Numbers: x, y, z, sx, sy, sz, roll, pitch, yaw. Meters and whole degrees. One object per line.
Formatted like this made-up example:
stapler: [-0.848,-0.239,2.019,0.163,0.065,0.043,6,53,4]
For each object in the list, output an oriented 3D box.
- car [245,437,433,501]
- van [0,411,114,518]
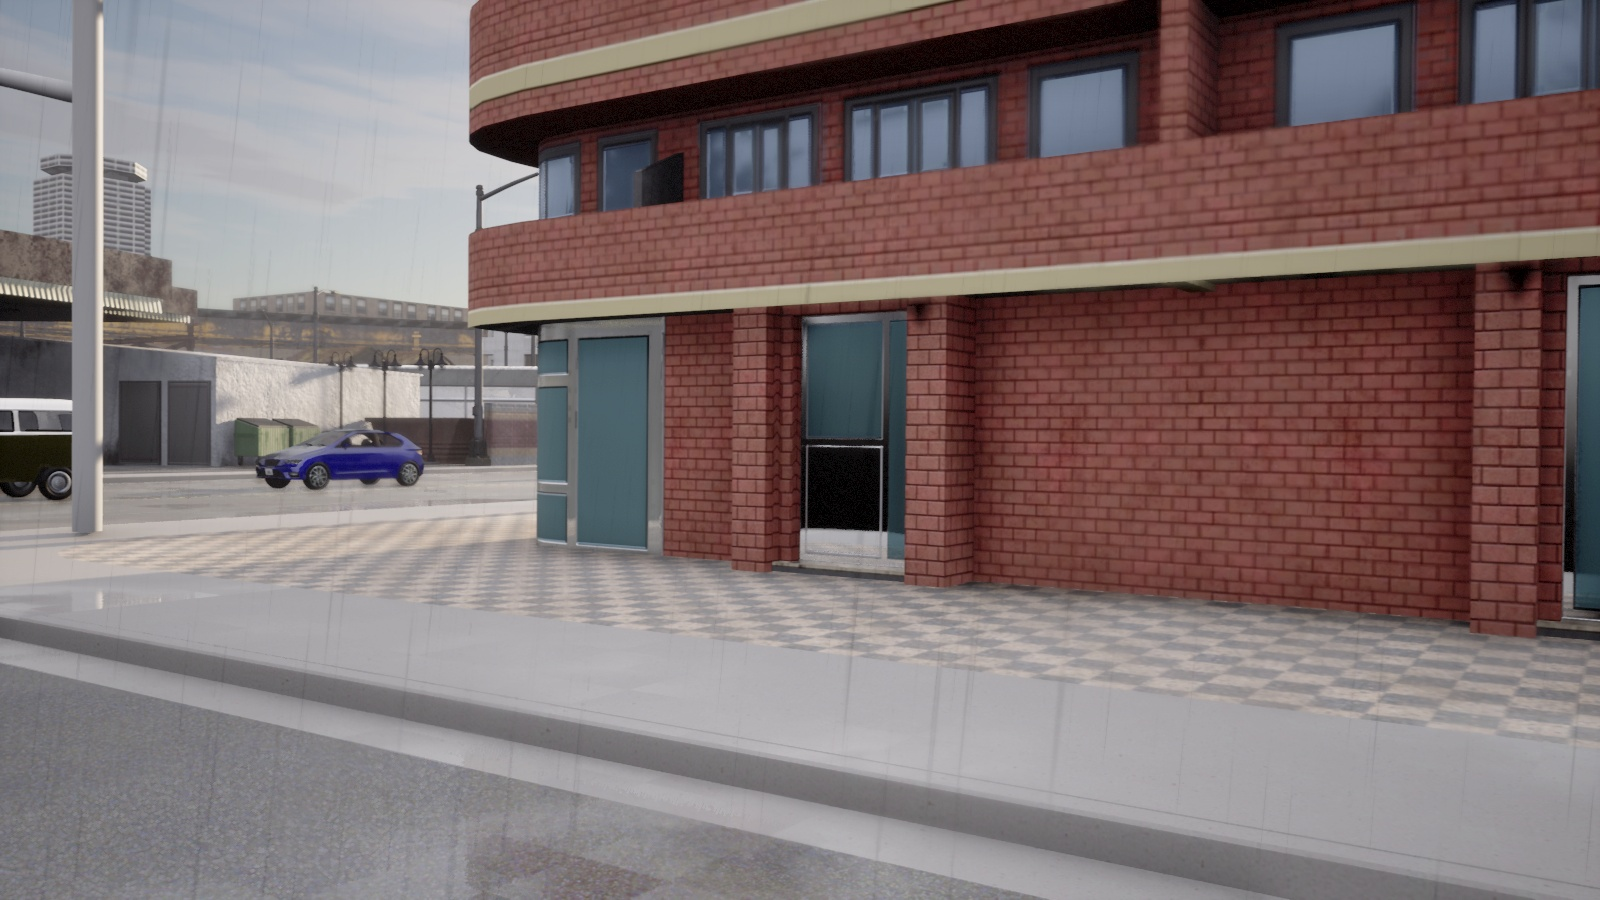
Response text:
car: [-11.539,0.423,31.714,1.816,1.474,4.193,0,1,33]
van: [-16.202,0.274,24.490,2.069,2.038,4.480,0,1,32]
